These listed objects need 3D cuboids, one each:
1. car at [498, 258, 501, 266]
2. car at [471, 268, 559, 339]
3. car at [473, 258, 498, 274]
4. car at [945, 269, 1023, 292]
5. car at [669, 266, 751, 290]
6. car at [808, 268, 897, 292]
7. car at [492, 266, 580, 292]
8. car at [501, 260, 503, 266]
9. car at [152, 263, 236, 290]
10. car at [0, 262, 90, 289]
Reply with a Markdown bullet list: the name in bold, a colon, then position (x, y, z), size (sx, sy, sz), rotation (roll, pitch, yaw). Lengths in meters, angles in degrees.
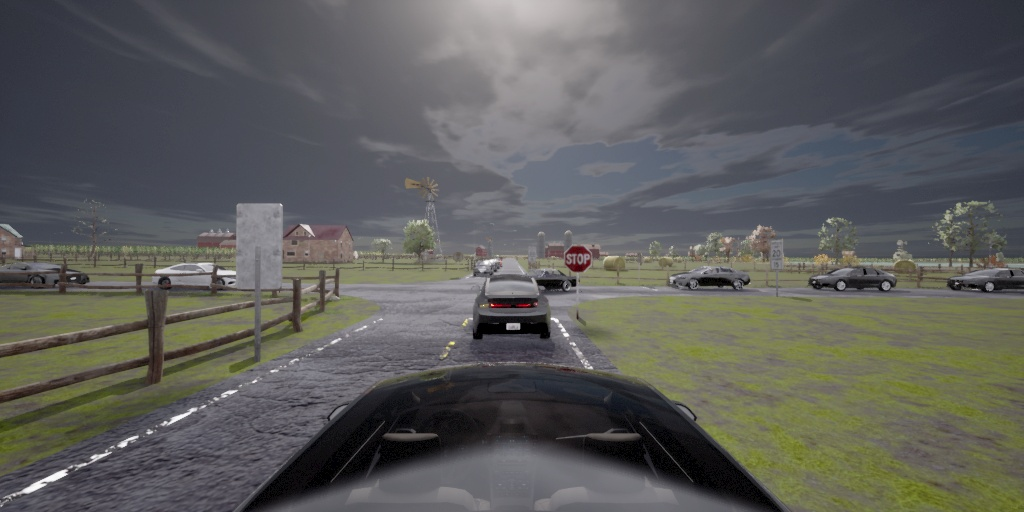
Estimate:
- **car**: position (-2.854, 1.239, 46.187), size (2.128, 1.511, 4.902), rotation (0, 0, 0)
- **car**: position (-0.074, 1.256, 10.054), size (1.837, 1.490, 4.892), rotation (0, 0, -2)
- **car**: position (-2.860, 1.241, 36.741), size (2.128, 1.511, 4.902), rotation (0, 0, 0)
- **car**: position (31.702, 1.586, 23.622), size (4.892, 1.490, 1.837), rotation (1, -1, -1)
- **car**: position (12.797, 1.395, 23.329), size (4.902, 1.511, 2.128), rotation (1, -1, -2)
- **car**: position (22.199, 1.498, 23.501), size (4.892, 1.490, 1.837), rotation (1, -1, -1)
- **car**: position (1.499, 1.368, 20.100), size (4.718, 1.301, 1.895), rotation (1, 0, -35)
- **car**: position (-2.823, 1.237, 55.729), size (2.128, 1.511, 4.902), rotation (0, 0, 0)
- **car**: position (-17.244, 1.102, 20.010), size (4.674, 1.442, 1.812), rotation (1, -1, -1)
- **car**: position (-26.364, 1.047, 19.888), size (4.181, 1.385, 1.994), rotation (1, -1, -1)
